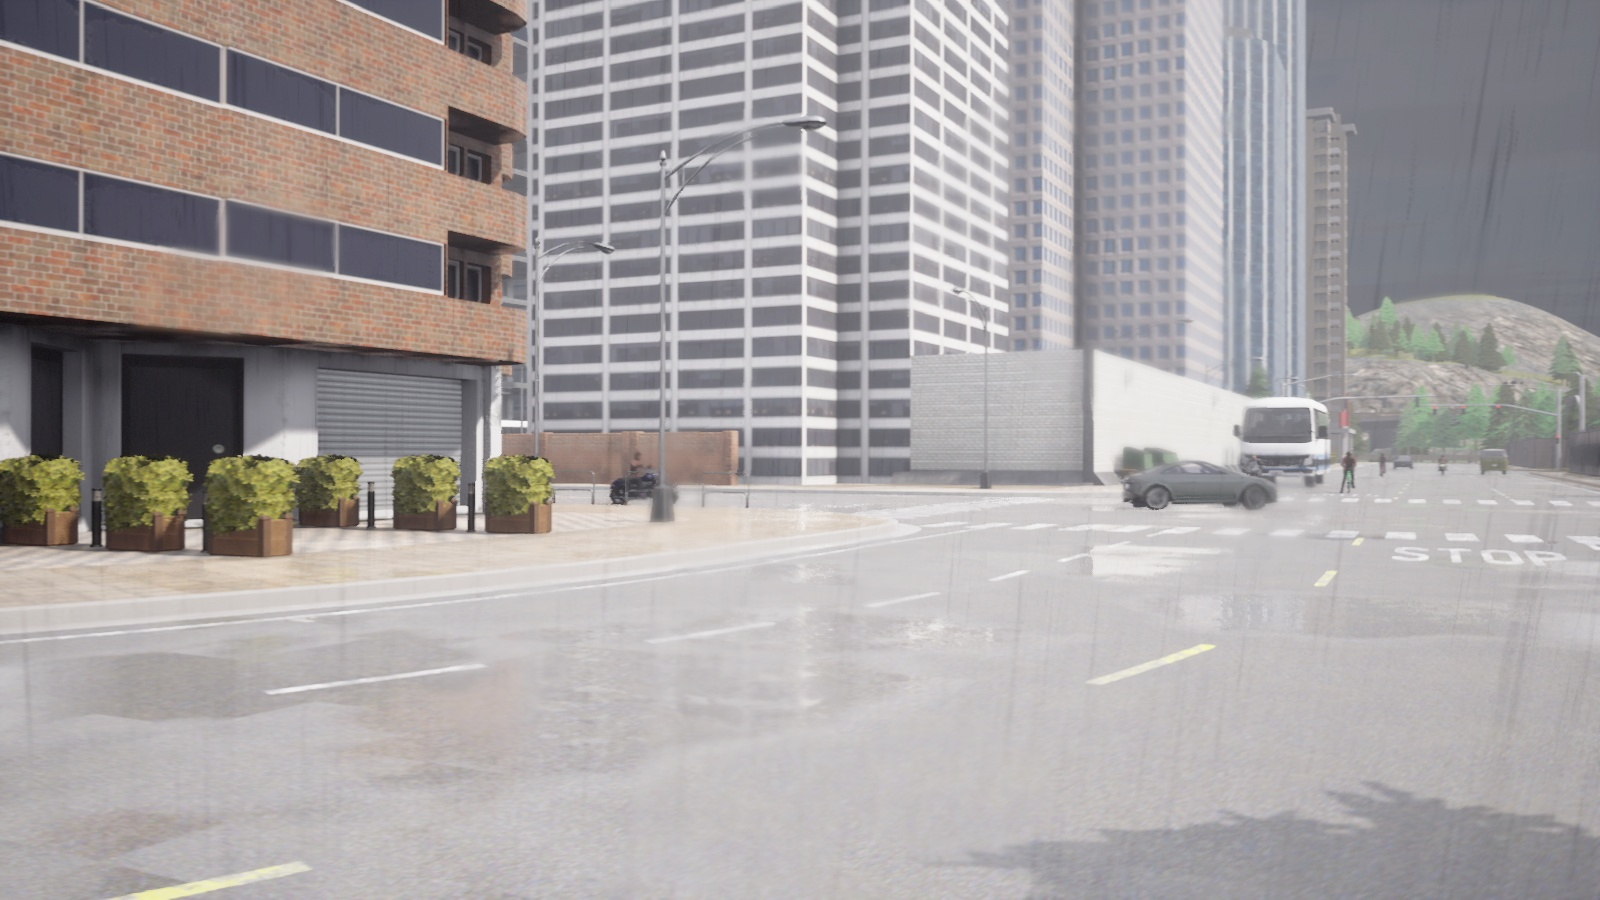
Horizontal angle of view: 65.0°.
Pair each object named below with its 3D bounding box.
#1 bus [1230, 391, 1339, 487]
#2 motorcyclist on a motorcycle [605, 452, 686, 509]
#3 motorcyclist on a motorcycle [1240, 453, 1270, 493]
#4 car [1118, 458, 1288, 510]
[{"bbox_3d":[23.821,-0.485,61.306,3.944,4.253,10.273,0,0,27],"label":"bus"},{"bbox_3d":[-4.567,0.895,37.167,2.350,1.649,0.766,0,0,27],"label":"motorcyclist on a motorcycle"},{"bbox_3d":[18.242,0.904,50.269,0.866,1.530,2.191,0,0,27],"label":"motorcyclist on a motorcycle"},{"bbox_3d":[11.326,0.941,35.526,4.181,1.385,1.994,0,0,1],"label":"car"}]
